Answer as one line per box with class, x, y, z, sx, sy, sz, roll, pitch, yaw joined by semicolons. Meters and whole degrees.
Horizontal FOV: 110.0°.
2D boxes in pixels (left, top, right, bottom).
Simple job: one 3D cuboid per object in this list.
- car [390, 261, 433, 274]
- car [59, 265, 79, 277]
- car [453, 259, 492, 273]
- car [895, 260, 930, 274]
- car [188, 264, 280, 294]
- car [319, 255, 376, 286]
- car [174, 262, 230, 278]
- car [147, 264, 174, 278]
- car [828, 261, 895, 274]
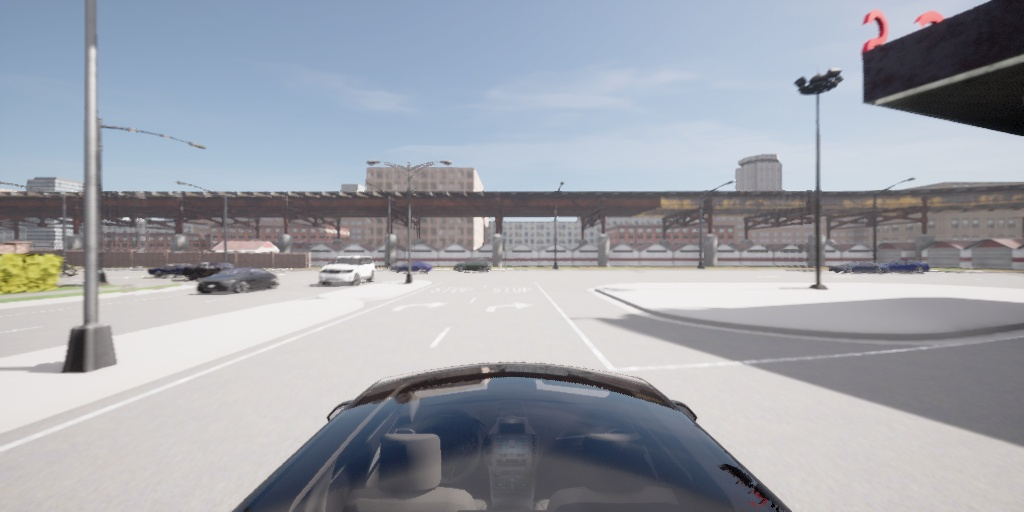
car;-11.128;1.275;39.902;4.674;1.442;1.812;0;0;1
car;-42.952;1.234;32.953;4.892;1.490;1.837;0;0;1
car;-4.769;1.104;43.457;4.553;1.767;2.097;0;0;0
car;45.159;1.228;41.921;5.008;1.535;1.882;0;-1;18
car;-15.040;1.314;19.952;1.994;1.385;4.181;0;0;0
car;-11.374;0.974;25.311;2.150;2.045;5.566;0;0;-4
car;-24.021;1.240;29.333;4.902;1.511;2.128;0;0;0
car;-30.313;1.351;32.911;4.718;1.301;1.895;0;0;1
car;38.579;1.298;39.958;5.357;1.411;2.033;0;0;2
